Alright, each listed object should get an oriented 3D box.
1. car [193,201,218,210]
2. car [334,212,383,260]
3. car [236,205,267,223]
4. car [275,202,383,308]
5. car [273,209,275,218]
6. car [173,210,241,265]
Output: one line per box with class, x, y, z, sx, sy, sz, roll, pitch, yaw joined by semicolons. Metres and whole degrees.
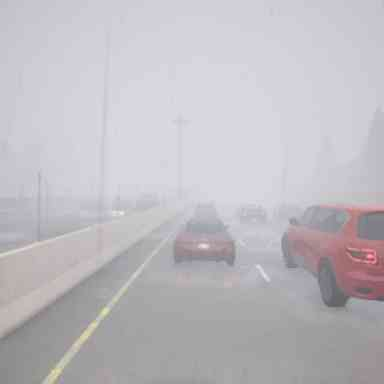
car;1.141;1.522;27.984;2.128;1.511;4.902;0;0;3
car;7.517;1.620;13.385;1.994;1.385;4.181;0;0;3
car;4.560;1.650;26.190;1.895;1.301;4.718;0;0;3
car;3.781;1.251;8.103;2.150;2.045;5.566;0;0;2
car;8.158;1.636;28.185;1.994;1.385;4.181;0;0;3
car;0.445;1.577;11.851;1.994;1.385;4.181;0;0;2
